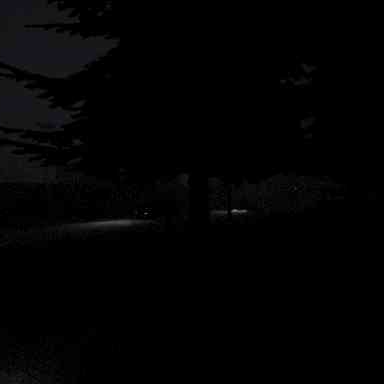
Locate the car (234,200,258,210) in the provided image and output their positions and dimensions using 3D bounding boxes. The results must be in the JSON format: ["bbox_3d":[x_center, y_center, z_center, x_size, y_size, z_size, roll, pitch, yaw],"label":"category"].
[{"bbox_3d":[7.563,1.760,46.201,1.994,1.385,4.181,-1,0,36],"label":"car"}]

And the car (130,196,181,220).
[{"bbox_3d":[-3.267,1.409,31.225,2.150,2.045,5.566,-1,0,36],"label":"car"}]
